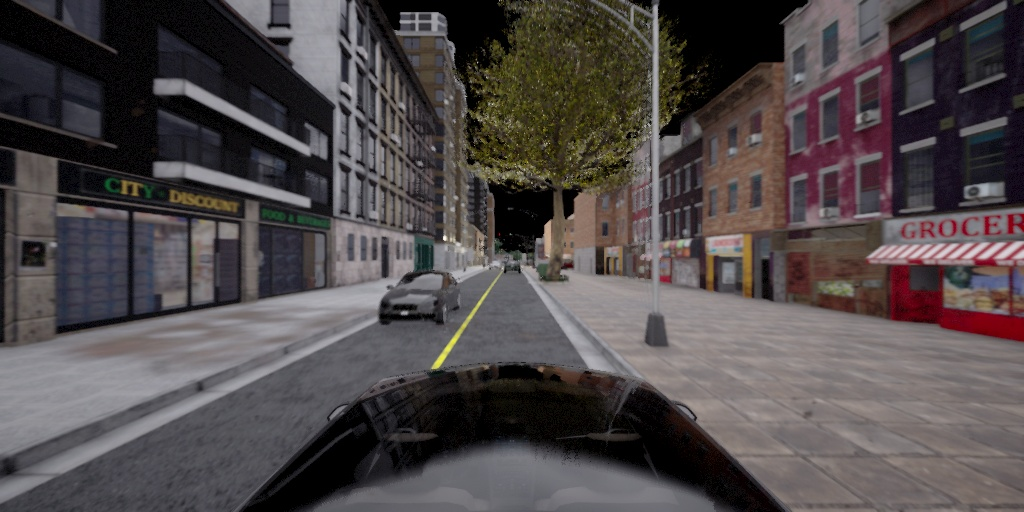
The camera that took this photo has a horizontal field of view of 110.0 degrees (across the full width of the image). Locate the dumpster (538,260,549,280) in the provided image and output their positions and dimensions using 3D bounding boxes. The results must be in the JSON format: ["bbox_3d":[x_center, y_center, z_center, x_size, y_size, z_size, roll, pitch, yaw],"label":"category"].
[{"bbox_3d":[3.006,1.184,30.220,1.020,1.700,1.940,0,0,0],"label":"dumpster"}]

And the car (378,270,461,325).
[{"bbox_3d":[-2.852,1.263,11.939,1.837,1.490,4.892,0,0,0],"label":"car"}]

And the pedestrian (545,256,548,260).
[{"bbox_3d":[3.006,0.934,31.226,0.375,1.860,0.375,0,0,-10],"label":"pedestrian"}]

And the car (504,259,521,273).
[{"bbox_3d":[0.058,1.240,46.114,2.097,1.767,4.553,0,-1,0],"label":"car"}]

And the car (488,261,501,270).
[{"bbox_3d":[-2.760,1.553,58.964,1.812,1.442,4.674,0,-1,0],"label":"car"}]
